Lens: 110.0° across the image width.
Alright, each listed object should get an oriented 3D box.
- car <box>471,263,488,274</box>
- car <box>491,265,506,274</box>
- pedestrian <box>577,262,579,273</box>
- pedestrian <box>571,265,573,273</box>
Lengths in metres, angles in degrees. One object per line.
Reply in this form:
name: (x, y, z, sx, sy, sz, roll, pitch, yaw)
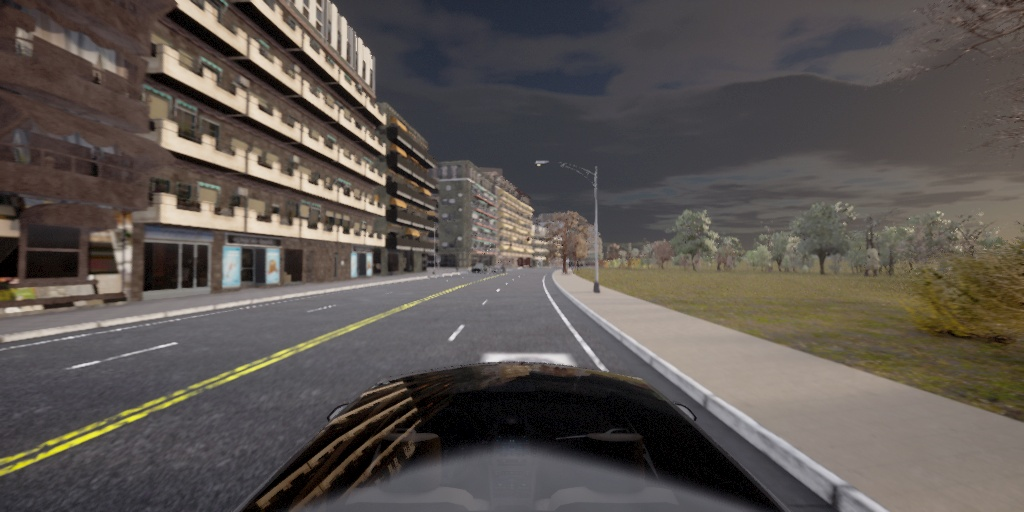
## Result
car: (-5.478, 2.032, 60.806, 2.097, 1.767, 4.553, 0, -1, 8)
car: (-2.255, 2.240, 60.372, 1.994, 1.385, 4.181, 0, -1, 8)
pedestrian: (11.089, 1.865, 60.032, 0.375, 1.860, 0.375, 0, -1, 8)
pedestrian: (10.014, 2.092, 59.576, 0.375, 1.300, 0.375, 0, -1, 8)
